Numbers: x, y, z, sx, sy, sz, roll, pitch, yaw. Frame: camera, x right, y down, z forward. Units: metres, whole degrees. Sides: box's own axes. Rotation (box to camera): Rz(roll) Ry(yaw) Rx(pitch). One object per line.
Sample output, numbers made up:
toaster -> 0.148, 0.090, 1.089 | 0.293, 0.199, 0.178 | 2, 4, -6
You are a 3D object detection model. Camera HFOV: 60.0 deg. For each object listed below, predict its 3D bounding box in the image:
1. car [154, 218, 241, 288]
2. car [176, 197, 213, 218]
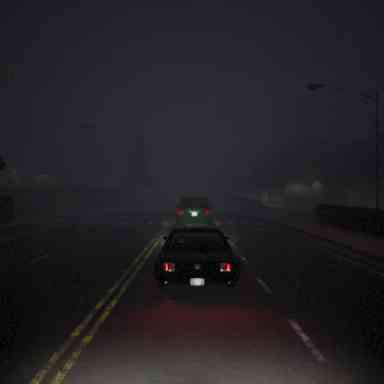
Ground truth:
car -> 0.119, 1.645, 9.349 | 1.895, 1.301, 4.718 | 0, 0, 0
car -> 0.137, 1.322, 20.994 | 2.150, 2.045, 5.566 | 0, 0, 0
